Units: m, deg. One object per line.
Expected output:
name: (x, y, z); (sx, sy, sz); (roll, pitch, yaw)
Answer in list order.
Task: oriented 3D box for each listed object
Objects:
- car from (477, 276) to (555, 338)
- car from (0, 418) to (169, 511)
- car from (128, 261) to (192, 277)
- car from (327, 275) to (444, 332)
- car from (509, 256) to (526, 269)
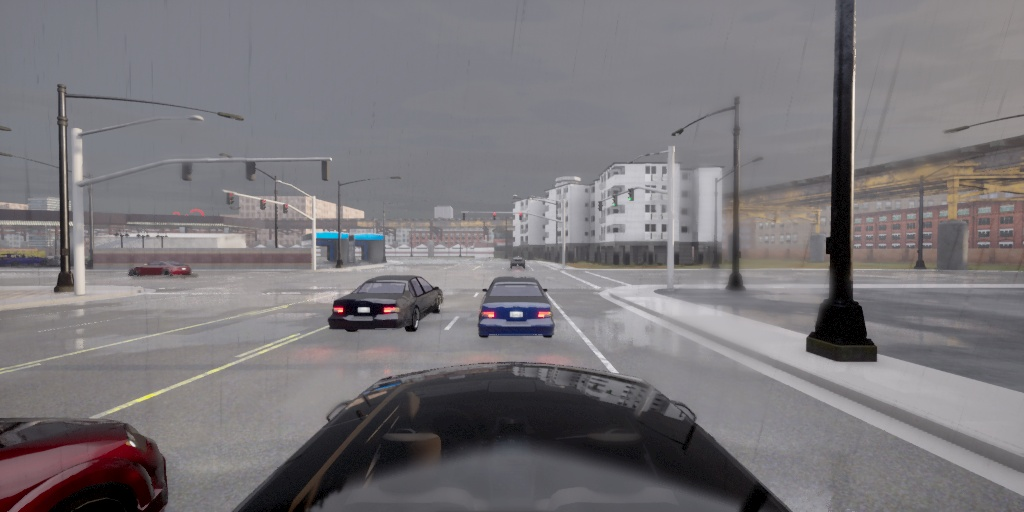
car: (0.091, 1.279, 10.140); (2.033, 1.411, 5.357); (0, 0, 0)
car: (-3.395, 1.314, 0.746); (1.994, 1.385, 4.181); (0, 0, 0)
car: (-30.408, 1.083, 31.030); (4.181, 1.385, 1.994); (0, 1, 0)
car: (-3.405, 1.273, 10.742); (2.033, 1.411, 5.357); (0, 0, 0)
car: (0.710, 0.783, 45.415); (1.837, 1.490, 4.892); (0, 1, 0)
